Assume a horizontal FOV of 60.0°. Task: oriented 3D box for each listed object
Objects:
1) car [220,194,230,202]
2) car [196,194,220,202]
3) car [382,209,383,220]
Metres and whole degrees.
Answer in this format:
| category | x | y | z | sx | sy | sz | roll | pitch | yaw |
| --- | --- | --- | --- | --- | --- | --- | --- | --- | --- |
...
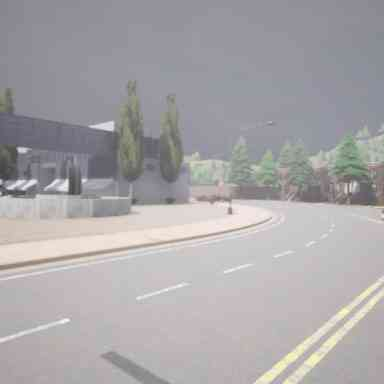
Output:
| category | x | y | z | sx | sy | sz | roll | pitch | yaw |
| --- | --- | --- | --- | --- | --- | --- | --- | --- | --- |
| car | 5.535 | 1.137 | 64.701 | 1.882 | 1.535 | 5.008 | 1 | 0 | -37 |
| car | 2.669 | 1.198 | 62.700 | 1.994 | 1.385 | 4.181 | 1 | 0 | -37 |
| car | 16.110 | 1.558 | 25.490 | 1.837 | 1.490 | 4.892 | 1 | 1 | 16 |
